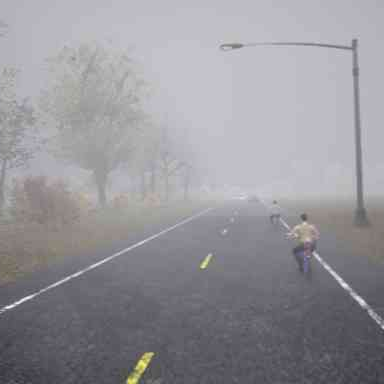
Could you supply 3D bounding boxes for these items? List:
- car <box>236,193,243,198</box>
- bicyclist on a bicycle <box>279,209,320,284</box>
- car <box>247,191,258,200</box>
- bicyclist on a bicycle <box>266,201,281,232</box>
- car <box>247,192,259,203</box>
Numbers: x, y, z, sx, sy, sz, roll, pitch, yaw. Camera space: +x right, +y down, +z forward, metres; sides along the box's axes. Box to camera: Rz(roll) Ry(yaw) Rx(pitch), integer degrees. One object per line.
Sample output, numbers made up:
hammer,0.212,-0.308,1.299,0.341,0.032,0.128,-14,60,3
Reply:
car,13.217,0.940,93.039,1.895,1.301,4.718,-2,0,10
bicyclist on a bicycle,2.774,1.323,8.221,0.866,1.612,1.509,-2,0,10
car,13.120,0.748,72.425,2.097,1.767,4.553,-2,0,10
bicyclist on a bicycle,4.374,1.250,17.498,0.866,1.612,1.509,-2,0,10
car,10.176,1.135,55.129,1.895,1.301,4.718,-2,0,10
